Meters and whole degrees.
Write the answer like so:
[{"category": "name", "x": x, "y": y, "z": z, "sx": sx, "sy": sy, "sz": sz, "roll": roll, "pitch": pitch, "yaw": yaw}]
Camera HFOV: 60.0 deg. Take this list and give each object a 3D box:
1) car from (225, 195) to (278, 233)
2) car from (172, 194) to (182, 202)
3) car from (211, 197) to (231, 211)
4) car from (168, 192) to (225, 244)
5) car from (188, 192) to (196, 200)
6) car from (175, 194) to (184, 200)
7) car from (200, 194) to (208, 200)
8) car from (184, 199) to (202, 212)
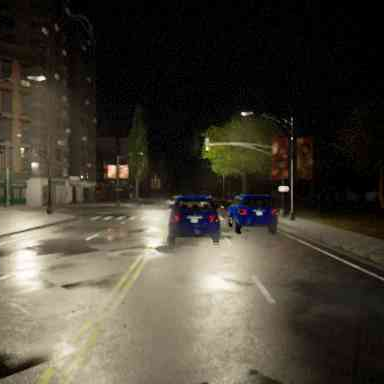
[{"category": "car", "x": 3.349, "y": 1.169, "z": 19.270, "sx": 2.150, "sy": 2.045, "sz": 5.566, "roll": 0, "pitch": 0, "yaw": 0}, {"category": "car", "x": -3.265, "y": 1.282, "z": 72.689, "sx": 1.882, "sy": 1.535, "sz": 5.008, "roll": 0, "pitch": 0, "yaw": 0}, {"category": "car", "x": 3.341, "y": 1.397, "z": 39.248, "sx": 1.837, "sy": 1.490, "sz": 4.892, "roll": 0, "pitch": 0, "yaw": 0}, {"category": "car", "x": 0.096, "y": 1.181, "z": 15.613, "sx": 2.150, "sy": 2.045, "sz": 5.566, "roll": 0, "pitch": 0, "yaw": 0}, {"category": "car", "x": -0.017, "y": 1.000, "z": 88.752, "sx": 2.150, "sy": 2.045, "sz": 5.566, "roll": 0, "pitch": 0, "yaw": 0}, {"category": "car", "x": -3.268, "y": 1.318, "z": 88.181, "sx": 2.033, "sy": 1.411, "sz": 5.357, "roll": 0, "pitch": 0, "yaw": 0}, {"category": "car", "x": 3.233, "y": 1.310, "z": 89.105, "sx": 1.812, "sy": 1.442, "sz": 4.674, "roll": 0, "pitch": 0, "yaw": 0}, {"category": "car", "x": 0.093, "y": 1.494, "z": 38.763, "sx": 1.895, "sy": 1.301, "sz": 4.718, "roll": 0, "pitch": 0, "yaw": 0}]
